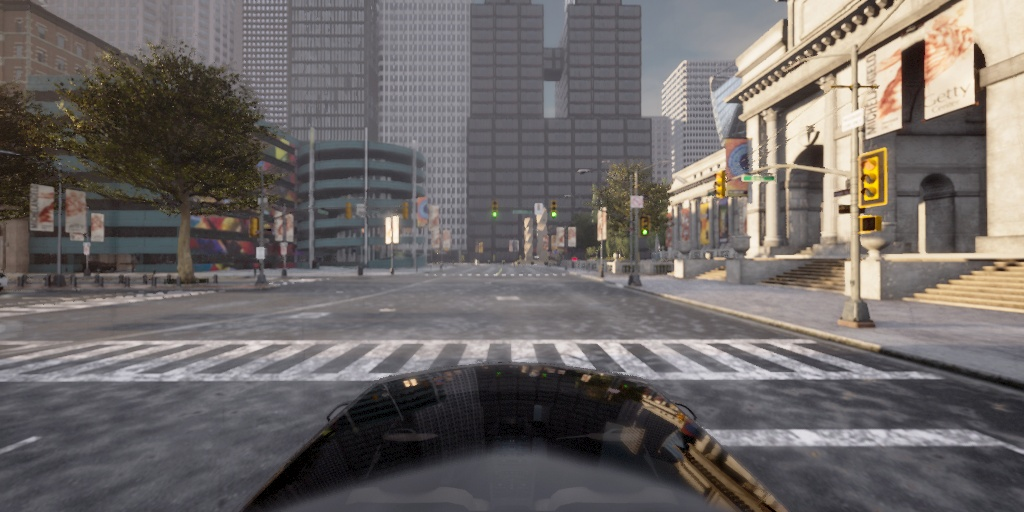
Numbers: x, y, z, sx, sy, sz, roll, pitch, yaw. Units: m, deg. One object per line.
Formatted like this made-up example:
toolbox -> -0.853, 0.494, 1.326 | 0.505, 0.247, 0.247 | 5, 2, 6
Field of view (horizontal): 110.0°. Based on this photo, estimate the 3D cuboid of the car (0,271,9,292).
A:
car -> -31.150, 1.084, 19.403 | 5.566, 2.045, 2.150 | 0, 0, 0
